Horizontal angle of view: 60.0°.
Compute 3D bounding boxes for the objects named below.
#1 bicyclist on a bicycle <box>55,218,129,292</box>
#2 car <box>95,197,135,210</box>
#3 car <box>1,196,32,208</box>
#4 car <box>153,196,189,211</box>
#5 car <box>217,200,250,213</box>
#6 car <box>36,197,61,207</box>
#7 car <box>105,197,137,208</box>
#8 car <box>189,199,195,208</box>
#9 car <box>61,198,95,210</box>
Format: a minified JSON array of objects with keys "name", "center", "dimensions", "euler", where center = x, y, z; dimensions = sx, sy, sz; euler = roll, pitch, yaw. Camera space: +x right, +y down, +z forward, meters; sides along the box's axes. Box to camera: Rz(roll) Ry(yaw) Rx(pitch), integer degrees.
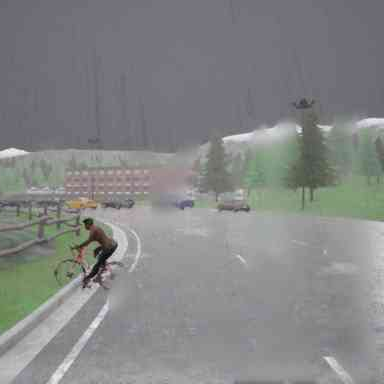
[{"name":"bicyclist on a bicycle","center":[-2.196,1.408,7.408],"dimensions":[1.656,1.620,0.582],"euler":[4,0,-1]},{"name":"car","center":[-9.882,1.485,43.274],"dimensions":[4.902,1.511,2.128],"euler":[0,0,40]},{"name":"car","center":[-25.614,1.345,48.236],"dimensions":[4.553,1.767,2.097],"euler":[0,0,20]},{"name":"car","center":[-2.973,1.345,41.810],"dimensions":[2.097,1.767,4.553],"euler":[0,0,-42]},{"name":"car","center":[4.667,1.558,37.913],"dimensions":[1.994,1.385,4.181],"euler":[0,0,-33]},{"name":"car","center":[-21.371,1.518,50.264],"dimensions":[4.674,1.442,1.812],"euler":[0,0,24]},{"name":"car","center":[-10.374,1.497,48.256],"dimensions":[4.892,1.490,1.837],"euler":[0,0,37]},{"name":"car","center":[-1.792,1.470,45.623],"dimensions":[1.882,1.535,5.008],"euler":[0,0,-43]},{"name":"car","center":[-14.026,1.471,42.133],"dimensions":[5.008,1.535,1.882],"euler":[0,0,36]}]
